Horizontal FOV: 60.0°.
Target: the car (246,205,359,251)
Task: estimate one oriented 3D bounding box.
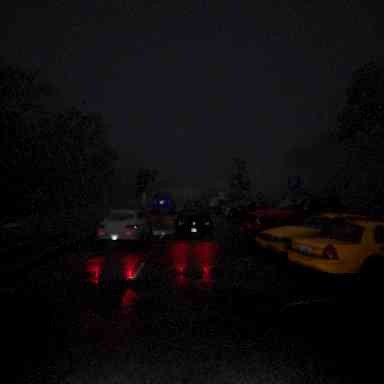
[{"bbox_3d":[4.899,1.422,12.033,5.366,1.575,1.946,1,0,-20],"label":"car"}]

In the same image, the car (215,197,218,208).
[{"bbox_3d":[5.081,1.417,33.106,4.674,1.452,2.002,1,1,-20],"label":"car"}]

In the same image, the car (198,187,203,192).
[{"bbox_3d":[5.070,0.316,87.057,5.566,2.045,2.435,0,1,-20],"label":"car"}]

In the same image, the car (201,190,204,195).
[{"bbox_3d":[5.062,0.858,72.130,4.792,1.488,2.163,0,1,-20],"label":"car"}]

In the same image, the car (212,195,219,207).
[{"bbox_3d":[5.105,1.385,36.131,4.792,1.488,2.163,1,0,-20],"label":"car"}]

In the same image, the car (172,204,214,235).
[{"bbox_3d":[0.104,1.528,18.107,1.895,1.301,4.718,0,0,0],"label":"car"}]

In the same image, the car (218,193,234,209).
[{"bbox_3d":[5.110,1.262,30.116,4.553,1.767,2.185,1,0,-20],"label":"car"}]

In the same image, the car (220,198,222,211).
[{"bbox_3d":[5.079,1.437,27.106,4.674,1.452,2.002,1,0,-20],"label":"car"}]

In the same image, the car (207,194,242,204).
[{"bbox_3d":[5.255,1.140,54.203,5.366,1.575,1.946,0,1,-20],"label":"car"}]

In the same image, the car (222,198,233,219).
[{"bbox_3d":[5.069,1.404,24.106,5.008,1.535,2.097,1,0,-20],"label":"car"}]

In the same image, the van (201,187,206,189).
[{"bbox_3d":[5.202,0.447,81.150,4.442,1.987,1.878,0,1,-20],"label":"van"}]

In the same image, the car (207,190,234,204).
[{"bbox_3d":[5.108,1.081,39.127,5.566,2.045,2.435,1,0,-20],"label":"car"}]

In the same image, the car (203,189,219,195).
[{"bbox_3d":[5.060,0.984,48.107,5.566,2.045,2.435,0,1,-20],"label":"car"}]

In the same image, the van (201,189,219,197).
[{"bbox_3d":[4.987,0.288,90.010,4.442,1.987,1.878,0,1,-20],"label":"van"}]

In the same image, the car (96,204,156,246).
[{"bbox_3d":[-2.897,1.461,14.760,1.812,1.442,4.674,0,0,0],"label":"car"}]

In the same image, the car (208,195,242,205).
[{"bbox_3d":[5.087,1.229,51.131,4.674,1.452,2.002,0,1,-20],"label":"car"}]

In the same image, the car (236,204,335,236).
[{"bbox_3d":[5.048,1.443,18.089,4.792,1.488,2.163,1,0,-20],"label":"car"}]

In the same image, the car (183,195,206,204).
[{"bbox_3d":[0.108,1.366,35.194,2.128,1.511,4.902,0,0,0],"label":"car"}]

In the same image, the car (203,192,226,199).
[{"bbox_3d":[5.084,0.816,75.149,4.674,1.452,2.002,0,1,-20],"label":"car"}]

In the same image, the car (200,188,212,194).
[{"bbox_3d":[5.061,0.598,78.117,4.553,1.767,2.185,0,1,-20],"label":"car"}]

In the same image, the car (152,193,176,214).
[{"bbox_3d":[-2.892,1.101,34.467,2.150,2.045,5.566,0,0,0],"label":"car"}]

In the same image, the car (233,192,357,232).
[{"bbox_3d":[5.053,1.169,15.085,5.566,2.045,2.435,1,0,-20],"label":"car"}]

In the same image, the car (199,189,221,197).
[{"bbox_3d":[5.122,0.210,93.052,5.566,2.045,2.435,0,1,-20],"label":"car"}]

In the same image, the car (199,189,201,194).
[{"bbox_3d":[5.085,0.620,84.093,4.892,1.521,2.231,0,1,-20],"label":"car"}]

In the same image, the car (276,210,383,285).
[{"bbox_3d":[5.246,1.438,9.167,5.366,1.575,1.946,1,0,-20],"label":"car"}]

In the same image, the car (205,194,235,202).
[{"bbox_3d":[5.059,1.069,60.126,4.792,1.488,2.163,0,1,-20],"label":"car"}]
